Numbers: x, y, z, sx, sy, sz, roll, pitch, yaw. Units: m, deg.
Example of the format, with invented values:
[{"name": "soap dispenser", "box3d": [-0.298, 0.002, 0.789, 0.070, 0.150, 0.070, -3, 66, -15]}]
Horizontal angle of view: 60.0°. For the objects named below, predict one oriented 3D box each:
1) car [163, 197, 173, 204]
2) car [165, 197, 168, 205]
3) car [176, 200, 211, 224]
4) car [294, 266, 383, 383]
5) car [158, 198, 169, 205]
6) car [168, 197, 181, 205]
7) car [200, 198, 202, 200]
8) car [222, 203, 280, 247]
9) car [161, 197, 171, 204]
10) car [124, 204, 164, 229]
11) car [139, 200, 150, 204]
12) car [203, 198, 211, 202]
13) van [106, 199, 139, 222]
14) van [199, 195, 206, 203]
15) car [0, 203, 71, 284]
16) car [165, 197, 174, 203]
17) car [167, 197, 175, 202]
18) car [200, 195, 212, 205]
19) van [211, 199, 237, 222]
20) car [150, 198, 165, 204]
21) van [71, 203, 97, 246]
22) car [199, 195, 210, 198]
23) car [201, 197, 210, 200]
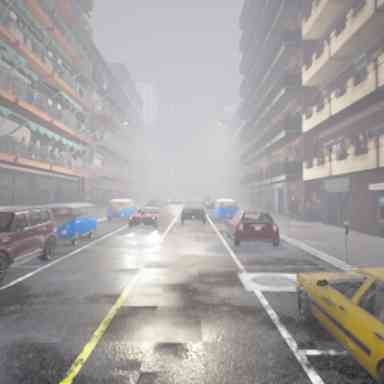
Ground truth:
[{"name": "car", "box3d": [-5.647, 1.936, 77.988, 1.887, 1.381, 4.507, 1, 0, 0]}, {"name": "car", "box3d": [-5.646, 1.839, 55.250, 1.947, 1.339, 4.313, 1, 0, 0]}, {"name": "car", "box3d": [0.098, 1.618, 26.189, 2.128, 1.511, 4.902, 0, 0, 0]}, {"name": "car", "box3d": [2.705, 1.547, 4.319, 1.752, 1.417, 4.829, 1, 0, 0]}, {"name": "car", "box3d": [-5.647, 1.877, 66.619, 1.887, 1.381, 4.507, 1, 0, 0]}, {"name": "car", "box3d": [-3.022, 1.879, 64.136, 1.994, 1.385, 4.181, 0, 0, 1]}, {"name": "car", "box3d": [0.098, 1.829, 46.542, 1.895, 1.301, 4.718, 0, 0, 0]}, {"name": "car", "box3d": [2.706, 1.515, 15.519, 1.967, 1.590, 4.097, 1, 0, 0]}, {"name": "car", "box3d": [-5.647, 1.886, 72.133, 1.752, 1.417, 4.829, 1, 0, 0]}, {"name": "car", "box3d": [-3.100, 1.711, 22.814, 1.895, 1.301, 4.718, 0, 0, 0]}, {"name": "car", "box3d": [-5.668, 1.708, 32.512, 2.008, 1.369, 4.403, 1, 0, 0]}, {"name": "car", "box3d": [2.701, 1.797, 43.941, 1.802, 1.307, 4.206, 1, 0, 0]}, {"name": "van", "box3d": [-5.679, 1.471, 26.828, 1.690, 1.788, 3.998, 1, 0, 0]}, {"name": "van", "box3d": [2.702, 1.764, 83.735, 1.690, 1.788, 3.998, 1, 0, 0]}, {"name": "car", "box3d": [-5.671, 1.362, 9.774, 2.192, 1.841, 5.009, 1, 0, 0]}, {"name": "car", "box3d": [-5.648, 1.946, 83.503, 1.752, 1.417, 4.829, 1, 0, 0]}, {"name": "car", "box3d": [-5.648, 2.019, 89.357, 1.947, 1.339, 4.313, 1, 0, 0]}, {"name": "car", "box3d": [2.705, 1.648, 66.680, 2.192, 1.841, 5.009, 1, 0, 0]}, {"name": "van", "box3d": [2.706, 1.471, 26.889, 1.690, 1.788, 3.998, 1, 0, 0]}, {"name": "car", "box3d": [-5.643, 1.684, 49.566, 1.967, 1.590, 4.097, 1, 0, 0]}, {"name": "van", "box3d": [-5.672, 1.416, 15.458, 1.690, 1.788, 3.998, 1, 0, 0]}, {"name": "car", "box3d": [2.702, 1.743, 60.996, 1.967, 1.590, 4.097, 1, 0, 0]}, {"name": "car", "box3d": [2.701, 1.810, 49.626, 1.947, 1.339, 4.313, 1, 0, 0]}]
